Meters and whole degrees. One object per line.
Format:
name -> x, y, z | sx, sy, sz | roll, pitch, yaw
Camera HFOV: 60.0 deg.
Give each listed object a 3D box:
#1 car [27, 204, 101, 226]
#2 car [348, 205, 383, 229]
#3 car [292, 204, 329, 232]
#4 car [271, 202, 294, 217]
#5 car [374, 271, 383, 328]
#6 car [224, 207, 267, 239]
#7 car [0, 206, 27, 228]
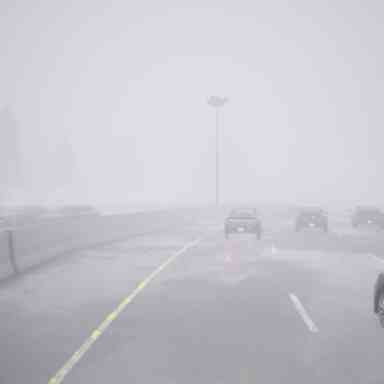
car -> -7.452, 1.539, 20.492 | 1.837, 1.490, 4.892 | 0, 0, 16
car -> 12.225, 1.672, 23.372 | 1.837, 1.490, 4.892 | 0, -1, 23
car -> 7.625, 1.636, 21.240 | 1.837, 1.490, 4.892 | 0, 0, 19
car -> 9.532, 1.738, 33.671 | 2.033, 1.411, 5.357 | 0, 0, 30
car -> 3.922, 1.531, 3.773 | 2.128, 1.511, 4.902 | 0, 0, 4
car -> 2.978, 1.582, 18.138 | 2.128, 1.511, 4.902 | 0, 0, 16
car -> -10.719, 1.582, 21.662 | 1.994, 1.385, 4.181 | 0, 0, 16
